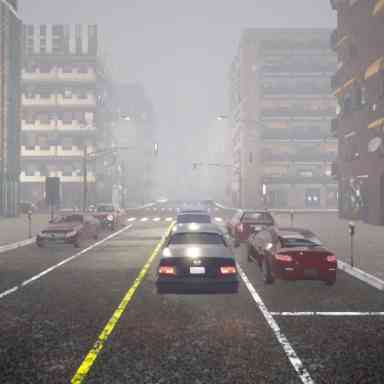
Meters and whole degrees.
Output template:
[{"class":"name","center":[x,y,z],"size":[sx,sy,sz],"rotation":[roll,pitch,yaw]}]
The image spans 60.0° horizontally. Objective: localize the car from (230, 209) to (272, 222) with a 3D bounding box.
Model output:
[{"class":"car","center":[2.582,1.444,14.799],"size":[1.967,1.590,4.097],"rotation":[1,0,0]}]

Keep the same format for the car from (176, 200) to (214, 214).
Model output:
[{"class":"car","center":[0.100,1.482,19.547],"size":[1.882,1.535,5.008],"rotation":[0,0,0]}]

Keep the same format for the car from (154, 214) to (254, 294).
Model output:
[{"class":"car","center":[0.104,1.550,8.905],"size":[2.033,1.411,5.357],"rotation":[0,0,0]}]

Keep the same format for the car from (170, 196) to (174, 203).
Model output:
[{"class":"car","center":[-5.278,1.536,69.714],"size":[1.752,1.417,4.829],"rotation":[1,0,0]}]

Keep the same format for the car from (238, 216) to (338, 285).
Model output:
[{"class":"car","center":[2.578,1.584,9.250],"size":[1.802,1.307,4.206],"rotation":[1,0,0]}]

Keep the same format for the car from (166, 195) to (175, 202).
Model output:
[{"class":"car","center":[-5.273,1.556,81.226],"size":[1.887,1.381,4.507],"rotation":[1,0,0]}]

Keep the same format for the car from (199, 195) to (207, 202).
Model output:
[{"class":"car","center":[2.607,1.556,81.253],"size":[1.887,1.381,4.507],"rotation":[1,0,0]}]

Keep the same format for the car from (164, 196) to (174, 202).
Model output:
[{"class":"car","center":[-5.276,1.577,75.555],"size":[1.947,1.339,4.313],"rotation":[1,0,0]}]

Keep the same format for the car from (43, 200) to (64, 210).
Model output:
[{"class":"car","center":[-17.608,1.590,39.721],"size":[4.313,1.339,1.947],"rotation":[0,-1,0]}]

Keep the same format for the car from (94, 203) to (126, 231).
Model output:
[{"class":"car","center":[-5.305,1.445,20.329],"size":[1.967,1.590,4.097],"rotation":[1,0,0]}]

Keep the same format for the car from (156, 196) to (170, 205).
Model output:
[{"class":"car","center":[-5.282,1.535,58.372],"size":[1.752,1.417,4.829],"rotation":[1,0,0]}]

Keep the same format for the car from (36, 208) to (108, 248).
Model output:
[{"class":"car","center":[-5.305,1.585,14.780],"size":[1.802,1.307,4.206],"rotation":[1,0,0]}]

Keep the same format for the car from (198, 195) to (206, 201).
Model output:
[{"class":"car","center":[2.609,1.563,86.923],"size":[2.008,1.369,4.403],"rotation":[1,0,0]}]

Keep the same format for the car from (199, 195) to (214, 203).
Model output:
[{"class":"car","center":[2.595,1.560,52.898],"size":[2.008,1.369,4.403],"rotation":[1,0,0]}]

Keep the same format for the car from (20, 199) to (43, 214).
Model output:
[{"class":"car","center":[-17.549,1.241,31.845],"size":[5.009,1.841,2.192],"rotation":[0,-1,0]}]
